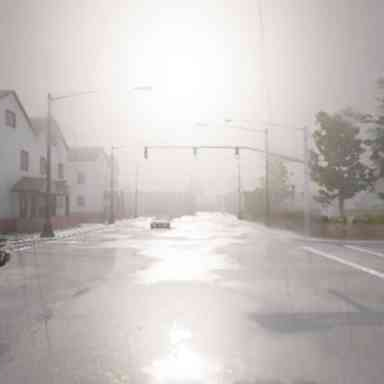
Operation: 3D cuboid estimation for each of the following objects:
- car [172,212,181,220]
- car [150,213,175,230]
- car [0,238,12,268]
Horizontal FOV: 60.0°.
[{"bbox_3d":[-2.891,4.198,58.806,1.895,1.301,4.718,0,-3,1],"label":"car"},{"bbox_3d":[-3.137,3.194,34.376,1.994,1.385,4.181,0,-2,1],"label":"car"},{"bbox_3d":[-8.703,2.000,10.833,5.008,1.535,1.882,1,-1,-28],"label":"car"}]
